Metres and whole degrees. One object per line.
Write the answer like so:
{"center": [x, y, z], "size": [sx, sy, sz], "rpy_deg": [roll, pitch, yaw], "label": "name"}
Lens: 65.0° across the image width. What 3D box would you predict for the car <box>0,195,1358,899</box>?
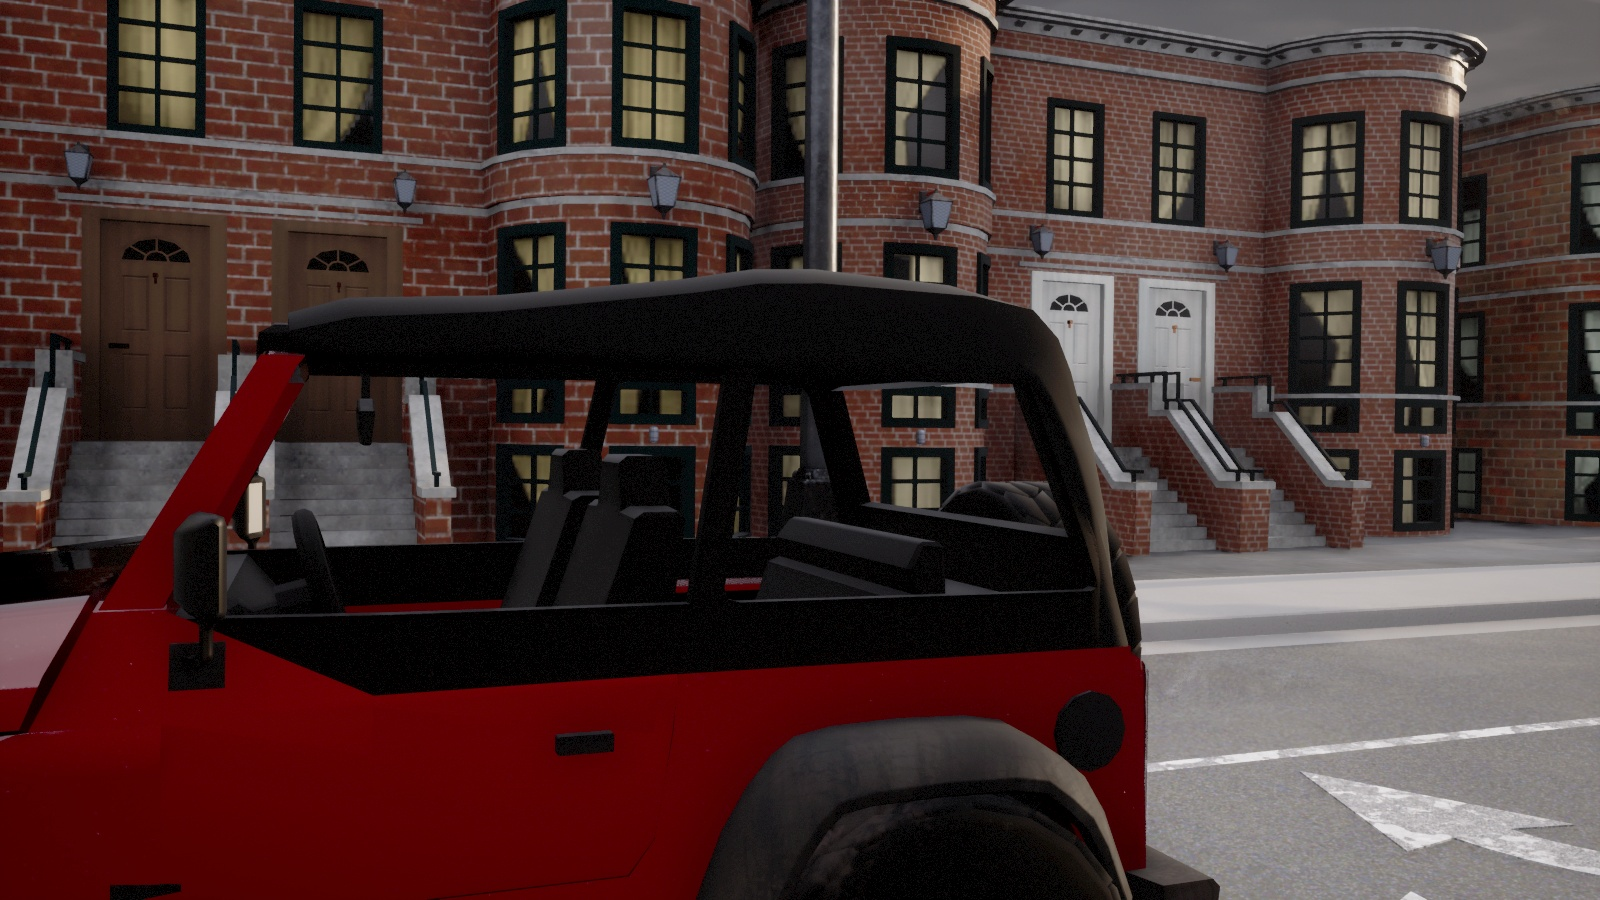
{"center": [-0.955, 0.557, 2.881], "size": [3.866, 1.878, 1.905], "rpy_deg": [-1, 1, -21], "label": "car"}
